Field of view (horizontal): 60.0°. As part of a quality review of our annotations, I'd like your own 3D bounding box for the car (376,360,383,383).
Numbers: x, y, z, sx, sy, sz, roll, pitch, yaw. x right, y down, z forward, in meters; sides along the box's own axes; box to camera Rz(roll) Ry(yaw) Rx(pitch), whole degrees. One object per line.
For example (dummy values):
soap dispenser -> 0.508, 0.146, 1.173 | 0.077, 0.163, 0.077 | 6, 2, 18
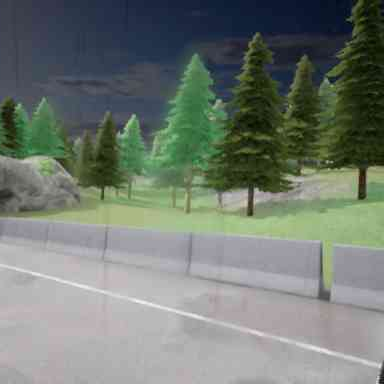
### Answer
car -> 3.546, 1.513, 1.464 | 4.892, 1.490, 1.837 | 0, 0, 36
